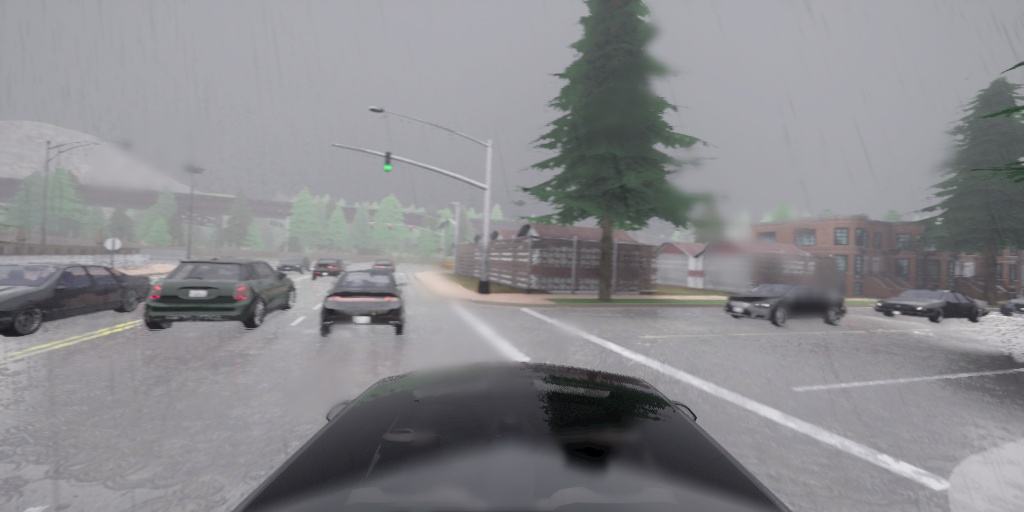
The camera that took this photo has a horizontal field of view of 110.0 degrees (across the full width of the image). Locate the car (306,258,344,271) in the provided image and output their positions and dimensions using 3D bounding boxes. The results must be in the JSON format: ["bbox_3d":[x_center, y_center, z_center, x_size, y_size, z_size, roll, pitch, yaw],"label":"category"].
[{"bbox_3d":[-12.903,0.910,25.603,1.837,1.490,4.892,3,-1,-19],"label":"car"}]

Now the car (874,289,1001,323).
[{"bbox_3d":[19.816,2.280,16.890,5.357,1.411,2.033,3,-1,-17],"label":"car"}]

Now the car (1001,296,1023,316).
[{"bbox_3d":[29.381,2.747,19.718,4.181,1.385,1.994,3,-1,-16],"label":"car"}]

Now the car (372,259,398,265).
[{"bbox_3d":[-10.730,1.036,30.161,2.128,1.511,4.902,3,-1,-18],"label":"car"}]

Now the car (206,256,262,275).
[{"bbox_3d":[-21.003,0.664,27.354,1.895,1.301,4.718,3,-1,-18],"label":"car"}]

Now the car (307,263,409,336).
[{"bbox_3d":[-3.958,1.144,9.957,2.128,1.511,4.902,3,-1,-19],"label":"car"}]

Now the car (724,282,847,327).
[{"bbox_3d":[10.459,1.780,13.734,4.902,1.511,2.128,3,-1,-19],"label":"car"}]

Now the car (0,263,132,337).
[{"bbox_3d":[-11.054,0.872,8.485,2.033,1.411,5.357,3,-1,-19],"label":"car"}]

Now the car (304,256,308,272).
[{"bbox_3d":[-18.306,0.720,30.375,1.837,1.490,4.892,3,-1,-18],"label":"car"}]

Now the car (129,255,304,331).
[{"bbox_3d":[-7.651,0.842,9.993,2.097,1.767,4.553,3,0,-19],"label":"car"}]
